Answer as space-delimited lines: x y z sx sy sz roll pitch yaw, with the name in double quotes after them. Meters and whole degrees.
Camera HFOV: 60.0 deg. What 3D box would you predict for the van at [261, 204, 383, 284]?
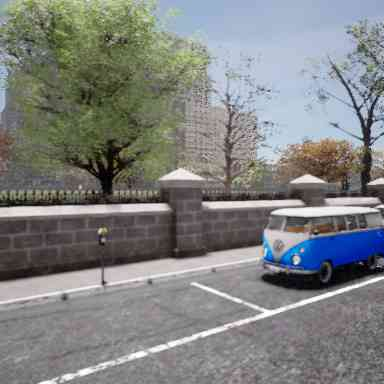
3.682 1.317 9.182 3.998 1.788 1.690 0 0 -35 "van"
